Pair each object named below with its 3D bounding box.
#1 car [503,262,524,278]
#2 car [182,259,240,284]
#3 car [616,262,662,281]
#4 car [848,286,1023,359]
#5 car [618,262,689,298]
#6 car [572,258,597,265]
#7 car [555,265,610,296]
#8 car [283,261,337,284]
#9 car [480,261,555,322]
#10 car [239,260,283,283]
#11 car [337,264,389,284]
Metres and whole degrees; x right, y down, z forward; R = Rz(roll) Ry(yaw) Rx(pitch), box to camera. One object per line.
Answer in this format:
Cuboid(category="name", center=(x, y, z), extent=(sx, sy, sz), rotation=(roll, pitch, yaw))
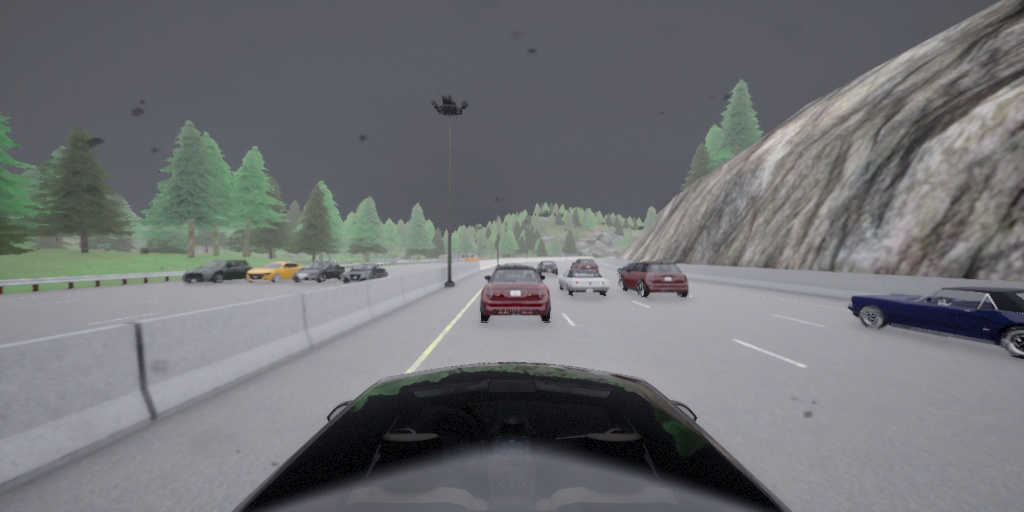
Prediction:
Cuboid(category="car", center=(0.108, 1.272, 34.338), extent=(1.895, 1.301, 4.718), rotation=(0, 0, 0))
Cuboid(category="car", center=(-21.088, 1.044, 25.988), extent=(2.097, 1.767, 4.553), rotation=(0, 0, 0))
Cuboid(category="car", center=(10.607, 1.227, 30.473), extent=(2.033, 1.411, 5.357), rotation=(0, 0, 0))
Cuboid(category="car", center=(10.602, 1.335, 8.161), extent=(1.895, 1.301, 4.718), rotation=(0, 0, 0))
Cuboid(category="car", center=(7.106, 1.061, 18.436), extent=(2.097, 1.767, 4.553), rotation=(0, 0, 0))
Cuboid(category="car", center=(7.108, 1.019, 35.494), extent=(2.097, 1.767, 4.553), rotation=(0, 0, 0))
Cuboid(category="car", center=(3.604, 1.309, 18.831), extent=(1.895, 1.301, 4.718), rotation=(0, 0, 0))
Cuboid(category="car", center=(-14.088, 1.182, 26.472), extent=(2.128, 1.511, 4.902), rotation=(0, 0, 0))
Cuboid(category="car", center=(0.103, 1.076, 12.353), extent=(2.097, 1.767, 4.553), rotation=(0, 0, 0))
Cuboid(category="car", center=(-17.588, 1.167, 27.067), extent=(1.882, 1.535, 5.008), rotation=(0, 0, 0))
Cuboid(category="car", center=(-10.587, 1.255, 26.217), extent=(1.994, 1.385, 4.181), rotation=(0, 0, 0))
